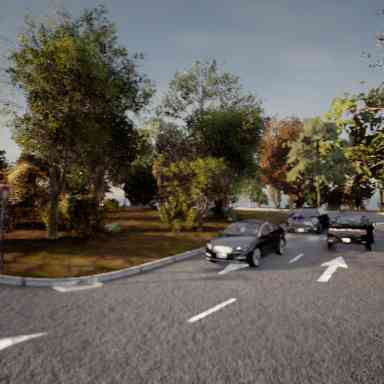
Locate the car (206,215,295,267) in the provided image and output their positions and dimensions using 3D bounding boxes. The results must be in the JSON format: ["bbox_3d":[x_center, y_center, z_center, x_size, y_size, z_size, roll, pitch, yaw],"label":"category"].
[{"bbox_3d":[2.302,1.905,13.359,2.128,1.511,4.902,-1,-1,32],"label":"car"}]

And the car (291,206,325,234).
[{"bbox_3d":[7.969,1.803,22.717,2.097,1.767,4.553,-1,0,31],"label":"car"}]

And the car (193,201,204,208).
[{"bbox_3d":[0.347,1.627,51.747,4.553,1.767,2.097,0,-1,29],"label":"car"}]

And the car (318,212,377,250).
[{"bbox_3d":[8.005,1.898,16.646,2.128,1.511,4.902,-1,-1,31],"label":"car"}]
